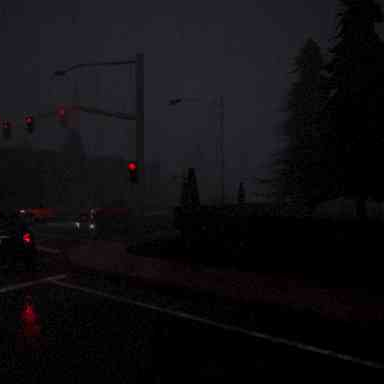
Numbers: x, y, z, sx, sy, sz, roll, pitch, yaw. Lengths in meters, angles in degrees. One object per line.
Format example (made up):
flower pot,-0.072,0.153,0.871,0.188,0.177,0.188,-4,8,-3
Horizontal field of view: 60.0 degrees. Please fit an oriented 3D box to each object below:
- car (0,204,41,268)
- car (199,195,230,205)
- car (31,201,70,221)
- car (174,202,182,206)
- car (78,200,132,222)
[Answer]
car,-6.546,1.432,11.158,2.097,1.767,4.553,0,0,-30
car,2.759,1.367,41.749,2.150,2.045,5.566,0,0,36
car,-12.285,1.527,26.813,2.097,1.767,4.553,0,0,35
car,-0.438,1.666,43.303,2.128,1.511,4.902,0,0,36
car,-7.225,1.503,27.882,2.097,1.767,4.553,0,0,36
